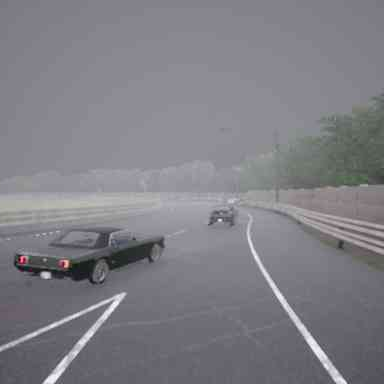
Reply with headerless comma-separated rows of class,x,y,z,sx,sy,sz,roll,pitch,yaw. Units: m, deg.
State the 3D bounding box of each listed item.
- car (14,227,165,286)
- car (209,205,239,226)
car,-2.577,1.683,9.833,1.895,1.301,4.718,0,-1,22
car,2.500,1.777,25.853,1.837,1.490,4.892,1,0,13
